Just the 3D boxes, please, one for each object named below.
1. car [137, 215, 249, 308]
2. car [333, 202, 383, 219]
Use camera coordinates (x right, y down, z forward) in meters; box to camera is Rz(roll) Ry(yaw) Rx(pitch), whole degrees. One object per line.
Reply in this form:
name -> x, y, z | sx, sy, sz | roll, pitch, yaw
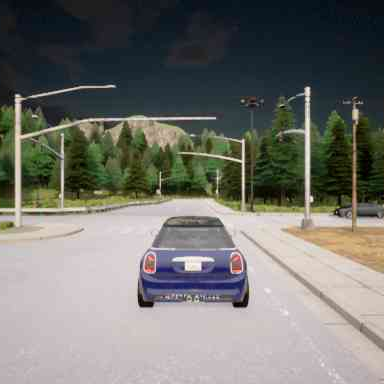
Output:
car -> 0.037, 1.346, 8.089 | 2.097, 1.767, 4.553 | 0, 0, 0
car -> 14.499, 1.583, 28.718 | 4.181, 1.385, 1.994 | 0, 0, 1
